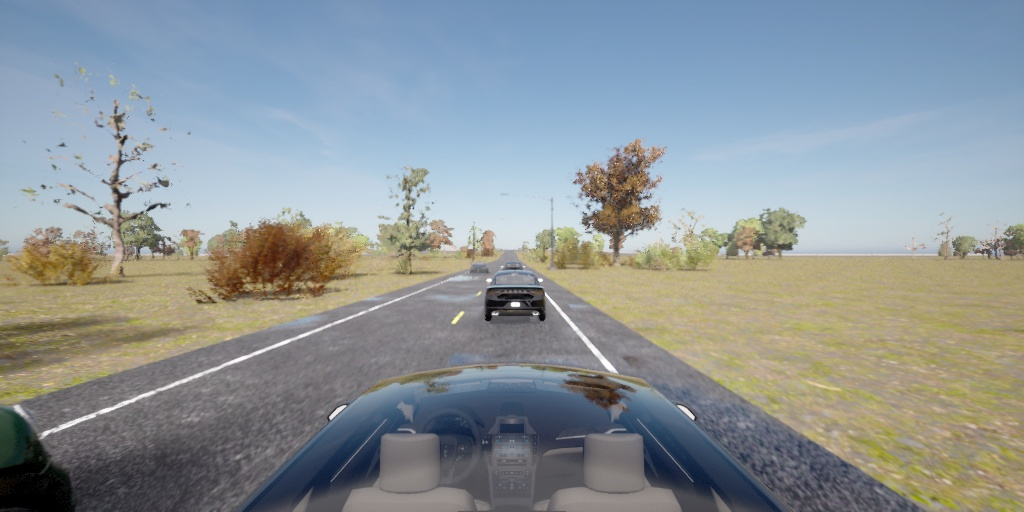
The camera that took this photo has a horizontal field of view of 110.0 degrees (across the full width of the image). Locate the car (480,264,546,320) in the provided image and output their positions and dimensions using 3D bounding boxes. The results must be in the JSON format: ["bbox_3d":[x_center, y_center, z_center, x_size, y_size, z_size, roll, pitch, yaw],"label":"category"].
[{"bbox_3d":[0.101,1.227,12.676,1.882,1.535,5.008,0,0,0],"label":"car"}]

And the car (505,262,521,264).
[{"bbox_3d":[0.102,1.251,31.079,1.837,1.490,4.892,0,0,0],"label":"car"}]

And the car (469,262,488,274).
[{"bbox_3d":[-3.586,1.306,40.124,1.994,1.385,4.181,0,0,0],"label":"car"}]
